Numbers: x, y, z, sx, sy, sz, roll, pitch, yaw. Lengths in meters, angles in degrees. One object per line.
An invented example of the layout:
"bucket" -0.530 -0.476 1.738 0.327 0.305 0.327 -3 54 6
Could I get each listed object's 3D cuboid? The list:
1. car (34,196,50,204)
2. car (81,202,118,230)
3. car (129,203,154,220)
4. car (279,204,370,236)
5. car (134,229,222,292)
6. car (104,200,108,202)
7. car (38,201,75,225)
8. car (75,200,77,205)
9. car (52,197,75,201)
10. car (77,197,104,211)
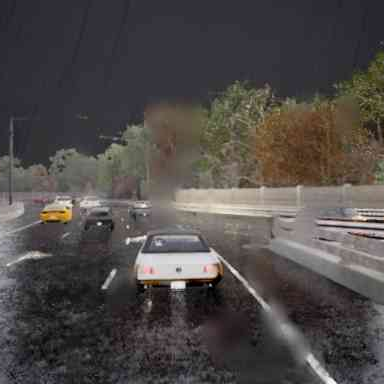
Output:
"car" -37.469 1.990 83.124 5.566 2.045 2.150 0 -1 42
"car" -6.287 1.715 23.028 1.837 1.490 4.892 0 0 -12
"car" -4.752 1.771 30.995 2.128 1.511 4.902 0 -1 -16
"car" 6.610 1.503 17.358 2.097 1.767 4.553 0 -1 -38
"car" -0.494 1.684 9.181 1.895 1.301 4.718 0 -1 -5
"car" -14.827 1.988 54.573 2.128 1.511 4.902 0 -1 -29
"car" -10.798 1.723 26.710 1.882 1.535 5.008 0 -1 -15
"car" -27.103 1.873 72.431 2.097 1.767 4.553 0 -1 -42
"car" -17.710 1.636 45.263 2.150 2.045 5.566 0 -1 -26
"car" -13.939 1.635 45.415 2.150 2.045 5.566 0 -1 -25
